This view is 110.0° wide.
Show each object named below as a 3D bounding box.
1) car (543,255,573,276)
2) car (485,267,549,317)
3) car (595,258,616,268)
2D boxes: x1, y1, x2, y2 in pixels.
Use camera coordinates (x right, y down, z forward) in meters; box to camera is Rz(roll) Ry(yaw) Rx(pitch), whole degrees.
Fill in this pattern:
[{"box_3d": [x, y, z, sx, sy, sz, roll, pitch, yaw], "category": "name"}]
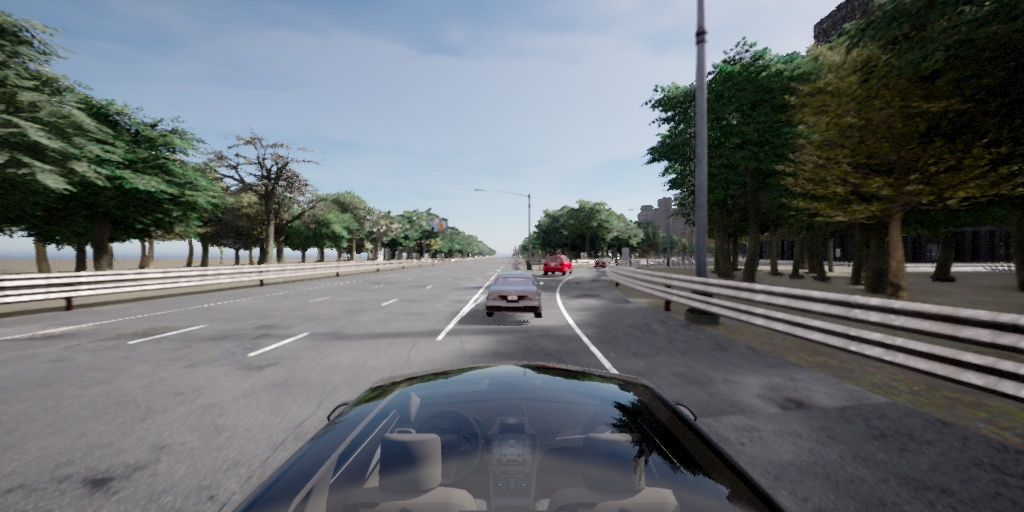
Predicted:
[{"box_3d": [4.724, 0.956, 36.294, 2.150, 2.045, 5.566, 0, 0, 19], "category": "car"}, {"box_3d": [0.171, 1.285, 13.156, 2.033, 1.411, 5.357, 0, 0, 3], "category": "car"}, {"box_3d": [14.651, 1.025, 56.103, 2.097, 1.767, 4.553, 0, 0, 34], "category": "car"}]
